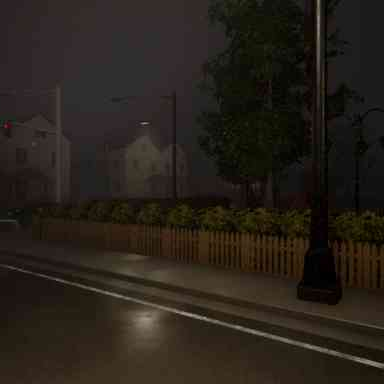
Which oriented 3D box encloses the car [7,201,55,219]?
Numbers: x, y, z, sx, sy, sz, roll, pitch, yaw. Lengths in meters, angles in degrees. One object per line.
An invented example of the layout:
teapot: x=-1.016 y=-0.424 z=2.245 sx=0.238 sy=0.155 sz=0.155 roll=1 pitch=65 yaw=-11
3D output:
car: x=-13.761 y=1.526 z=29.413 sx=1.812 sy=1.442 sz=4.674 roll=0 pitch=0 yaw=35

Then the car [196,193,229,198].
car: x=2.571 y=1.221 z=46.487 sx=2.150 sy=2.045 sz=5.566 roll=0 pitch=0 yaw=35

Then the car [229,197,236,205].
car: x=5.659 y=1.547 z=57.266 sx=2.033 sy=1.411 sz=5.357 roll=0 pitch=0 yaw=35
